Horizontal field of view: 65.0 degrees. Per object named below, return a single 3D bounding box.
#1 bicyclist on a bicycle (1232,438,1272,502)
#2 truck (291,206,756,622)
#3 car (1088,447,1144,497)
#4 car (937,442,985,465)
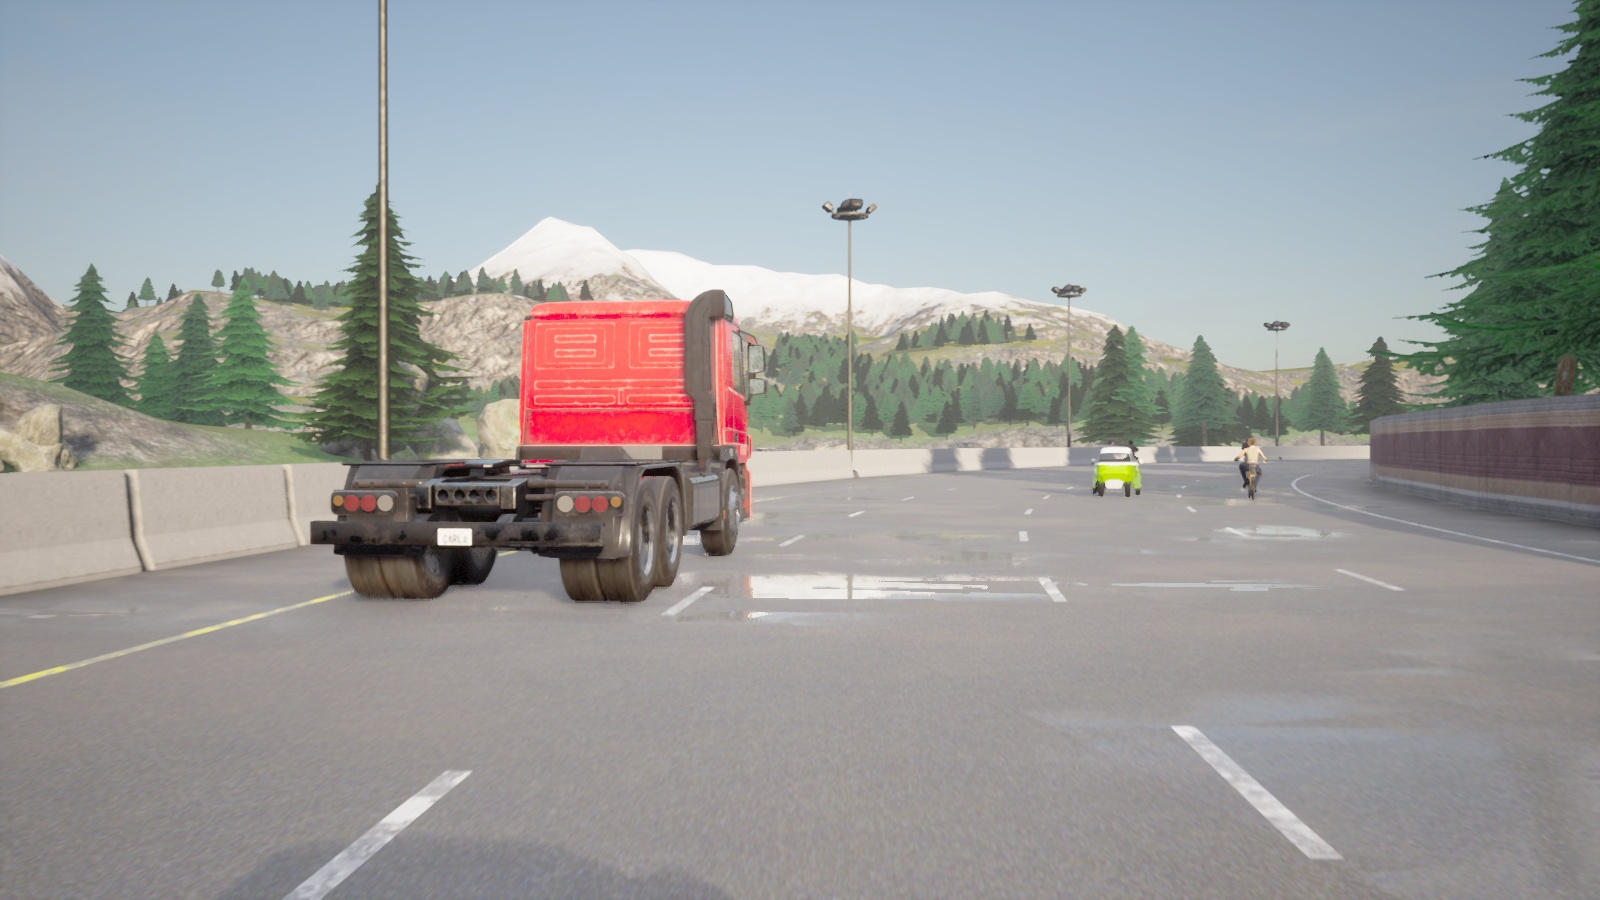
[{"bbox_3d":[11.866,0.508,33.013,0.866,1.612,1.509,0,0,15],"label":"bicyclist on a bicycle"},{"bbox_3d":[-2.500,-0.320,14.544,2.891,3.462,7.936,0,0,6],"label":"truck"},{"bbox_3d":[9.099,0.606,36.107,1.481,1.376,2.207,0,1,17],"label":"car"},{"bbox_3d":[11.285,0.240,87.915,1.789,1.549,3.705,0,0,35],"label":"car"}]
